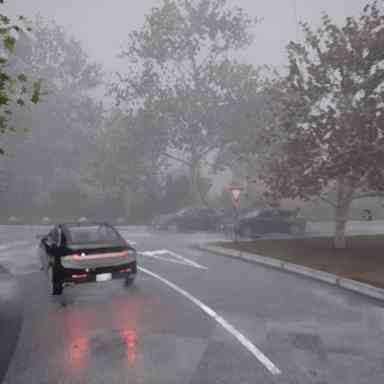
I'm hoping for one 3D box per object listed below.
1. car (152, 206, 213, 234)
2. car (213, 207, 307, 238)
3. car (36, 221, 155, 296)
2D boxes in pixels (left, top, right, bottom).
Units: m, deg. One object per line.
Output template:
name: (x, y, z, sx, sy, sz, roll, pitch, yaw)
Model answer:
car: (0.024, 1.627, 20.181, 4.892, 1.490, 1.837, 0, 0, -18)
car: (3.906, 1.627, 18.274, 4.892, 1.490, 1.837, 0, 0, -18)
car: (-2.985, 1.547, 8.963, 2.128, 1.511, 4.902, 0, 0, -29)
